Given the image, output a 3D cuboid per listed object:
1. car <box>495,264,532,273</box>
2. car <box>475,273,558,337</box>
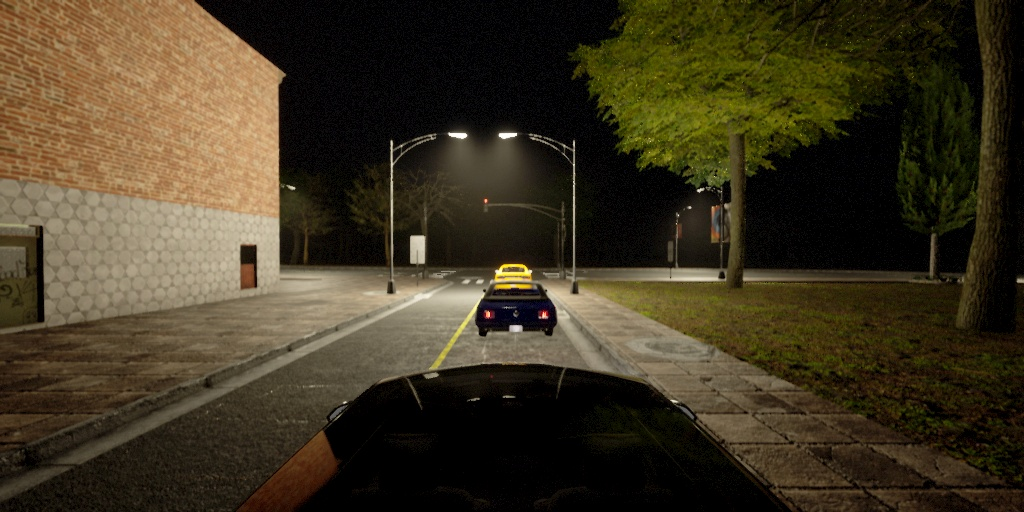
[{"bbox_3d":[0.089,1.208,19.573,1.882,1.535,5.008,0,0,1],"label":"car"},{"bbox_3d":[0.093,1.334,10.229,1.895,1.301,4.718,0,0,0],"label":"car"}]
